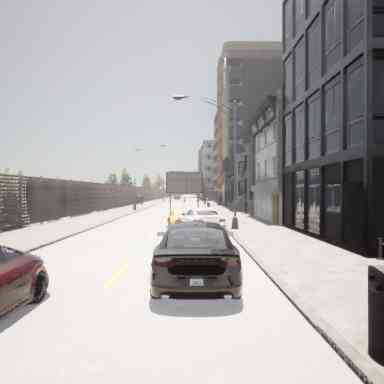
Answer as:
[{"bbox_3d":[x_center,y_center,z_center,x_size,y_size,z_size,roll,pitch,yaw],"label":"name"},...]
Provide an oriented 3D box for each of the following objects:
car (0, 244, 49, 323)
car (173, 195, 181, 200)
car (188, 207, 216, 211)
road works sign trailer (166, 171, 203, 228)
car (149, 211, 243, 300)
[{"bbox_3d":[-4.009,1.564,5.335,1.994,1.385,4.181,0,0,0],"label":"car"},{"bbox_3d":[-4.154,1.503,93.765,1.837,1.490,4.892,0,0,0],"label":"car"},{"bbox_3d":[0.506,1.538,17.816,1.812,1.442,4.674,0,-1,-10],"label":"car"},{"bbox_3d":[-0.520,0.464,21.294,2.380,3.560,2.880,0,0,-16],"label":"road works sign trailer"},{"bbox_3d":[0.085,1.477,8.468,1.882,1.535,5.008,0,0,0],"label":"car"}]
